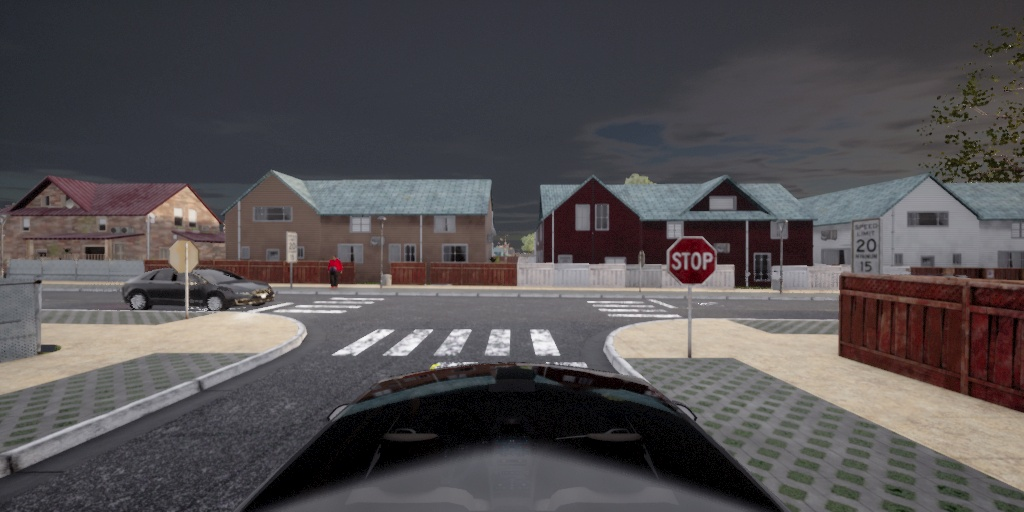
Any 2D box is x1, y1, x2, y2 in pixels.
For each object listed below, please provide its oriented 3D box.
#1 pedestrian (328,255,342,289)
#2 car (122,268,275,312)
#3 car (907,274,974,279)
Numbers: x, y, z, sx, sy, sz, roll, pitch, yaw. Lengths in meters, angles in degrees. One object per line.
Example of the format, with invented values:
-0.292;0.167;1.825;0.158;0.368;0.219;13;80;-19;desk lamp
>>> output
-9.399;0.799;18.949;0.375;1.860;0.375;0;0;1;pedestrian
-11.159;1.157;12.877;4.892;1.490;1.837;0;0;6;car
15.253;1.403;12.618;4.902;1.511;2.128;1;0;2;car
